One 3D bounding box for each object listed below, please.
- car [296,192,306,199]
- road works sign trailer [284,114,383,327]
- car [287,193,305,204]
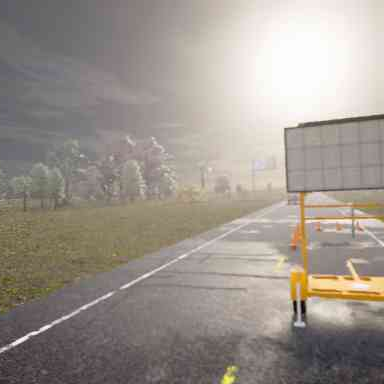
[{"bbox_3d":[27.109,0.931,82.651,2.128,1.511,4.902,-3,-1,20],"label":"car"},{"bbox_3d":[3.111,0.371,6.477,2.380,3.560,2.880,-3,0,20],"label":"road works sign trailer"},{"bbox_3d":[17.110,0.881,55.160,2.150,2.045,5.566,-3,-1,20],"label":"car"}]
